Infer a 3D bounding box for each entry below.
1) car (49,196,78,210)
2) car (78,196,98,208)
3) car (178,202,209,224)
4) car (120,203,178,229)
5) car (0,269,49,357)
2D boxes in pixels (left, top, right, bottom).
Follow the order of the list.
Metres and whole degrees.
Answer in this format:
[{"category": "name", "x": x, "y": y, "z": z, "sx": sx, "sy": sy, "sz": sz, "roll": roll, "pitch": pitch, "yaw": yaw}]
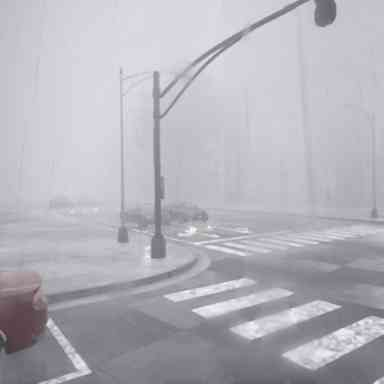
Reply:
[{"category": "car", "x": -15.078, "y": 1.228, "z": 38.308, "sx": 1.882, "sy": 1.535, "sz": 5.008, "roll": -1, "pitch": 1, "yaw": -35}, {"category": "car", "x": -13.187, "y": 1.256, "z": 41.259, "sx": 1.994, "sy": 1.385, "sz": 4.181, "roll": -1, "pitch": 1, "yaw": -35}, {"category": "car", "x": -0.616, "y": 1.431, "z": 23.622, "sx": 1.994, "sy": 1.385, "sz": 4.181, "roll": -1, "pitch": 1, "yaw": -36}, {"category": "car", "x": -3.116, "y": 1.443, "z": 21.529, "sx": 1.812, "sy": 1.442, "sz": 4.674, "roll": -1, "pitch": 1, "yaw": -36}, {"category": "car", "x": -4.079, "y": 1.545, "z": 3.750, "sx": 4.507, "sy": 1.381, "sz": 1.887, "roll": 0, "pitch": -1, "yaw": -36}]
